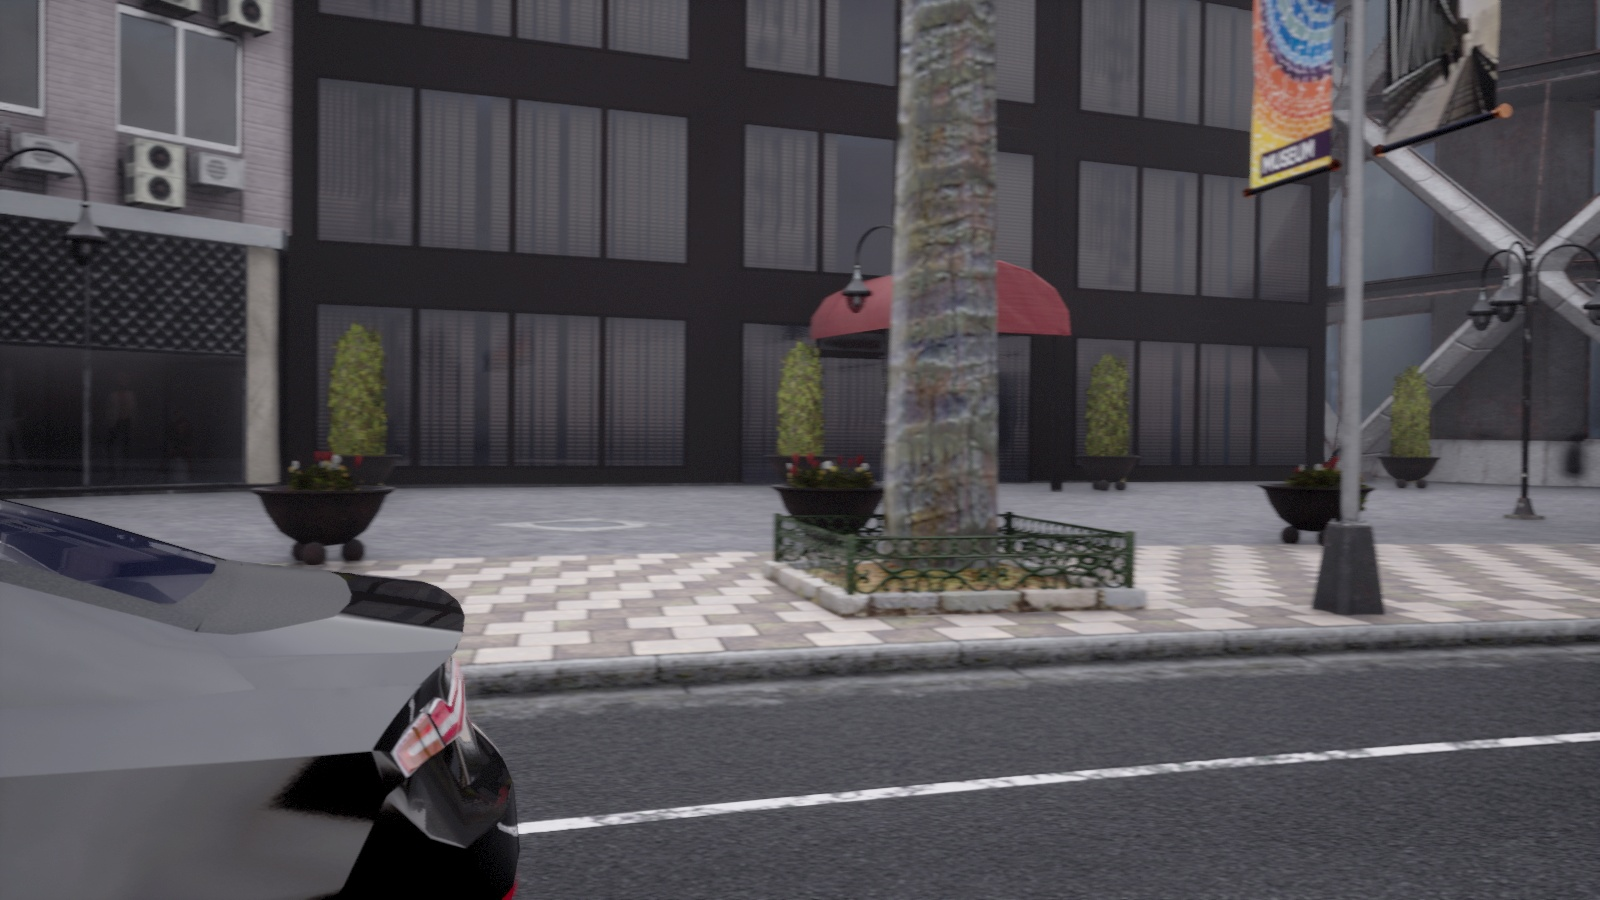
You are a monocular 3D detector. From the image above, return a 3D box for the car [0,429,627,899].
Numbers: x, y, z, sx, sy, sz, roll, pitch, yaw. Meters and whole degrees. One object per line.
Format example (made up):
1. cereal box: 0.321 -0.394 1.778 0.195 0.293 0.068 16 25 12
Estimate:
1. car: -2.949 0.749 2.059 4.902 1.511 2.128 -1 1 -23
